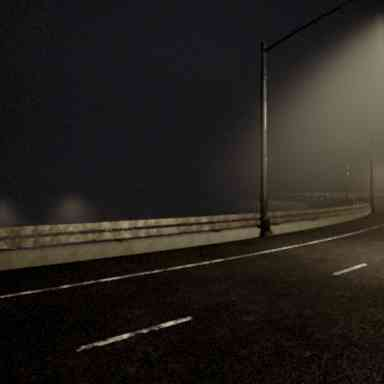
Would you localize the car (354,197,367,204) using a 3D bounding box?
[{"bbox_3d":[39.551,2.031,78.240,1.837,1.490,4.892,0,0,7],"label":"car"}]
